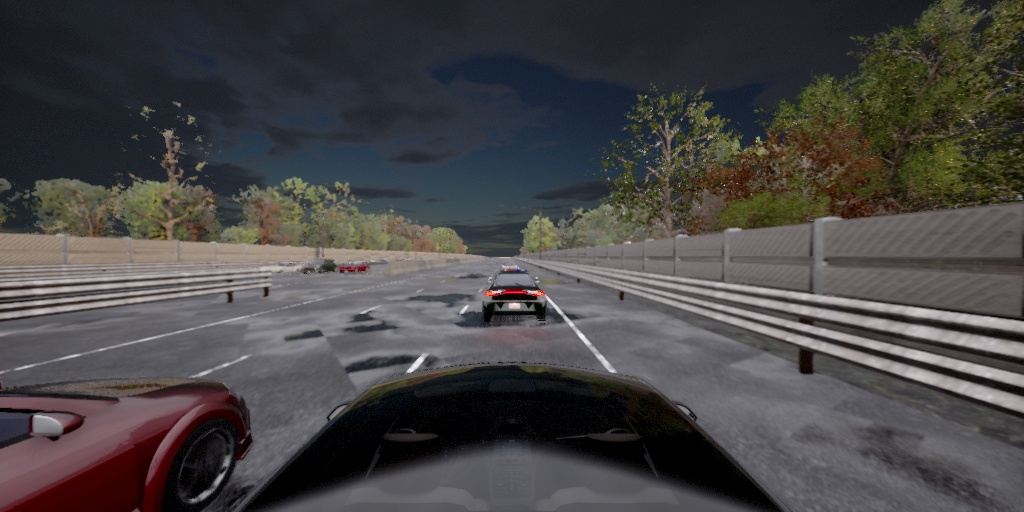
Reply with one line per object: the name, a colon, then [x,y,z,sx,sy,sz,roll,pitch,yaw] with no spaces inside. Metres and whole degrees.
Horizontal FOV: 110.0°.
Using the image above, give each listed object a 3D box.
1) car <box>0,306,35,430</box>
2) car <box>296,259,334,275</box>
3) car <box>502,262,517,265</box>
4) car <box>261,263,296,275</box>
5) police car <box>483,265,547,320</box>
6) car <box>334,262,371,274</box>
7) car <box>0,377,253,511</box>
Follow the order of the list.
car: [-6.906,1.316,2.351,1.994,1.385,4.181,0,0,0]
car: [-21.395,1.116,39.940,2.097,1.767,4.553,0,0,-1]
car: [-0.276,1.363,44.468,1.895,1.301,4.718,0,0,-1]
car: [-24.884,1.365,38.873,1.895,1.301,4.718,0,0,-1]
police car: [0.067,1.257,12.700,2.038,1.542,4.974,0,0,0]
car: [-17.913,1.365,40.861,1.895,1.301,4.718,0,0,-1]
car: [-3.405,1.315,1.603,1.994,1.385,4.181,0,0,0]
